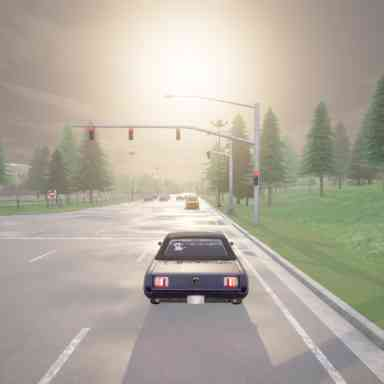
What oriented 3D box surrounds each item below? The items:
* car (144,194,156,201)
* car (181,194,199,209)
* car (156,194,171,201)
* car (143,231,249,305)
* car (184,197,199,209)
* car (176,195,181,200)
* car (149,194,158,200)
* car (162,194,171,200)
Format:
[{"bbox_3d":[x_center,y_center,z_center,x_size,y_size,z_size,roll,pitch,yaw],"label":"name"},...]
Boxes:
[{"bbox_3d":[-10.393,1.531,80.359,2.033,1.411,5.357,0,0,0],"label":"car"},{"bbox_3d":[-0.082,1.092,46.206,1.882,1.535,5.008,-3,16,-4],"label":"car"},{"bbox_3d":[-6.893,1.531,80.354,2.033,1.411,5.357,0,0,0],"label":"car"},{"bbox_3d":[0.090,1.601,8.057,1.895,1.301,4.718,0,0,0],"label":"car"},{"bbox_3d":[-0.018,1.576,49.725,2.033,1.411,5.357,-1,1,1],"label":"car"},{"bbox_3d":[-3.378,1.553,91.183,1.994,1.385,4.181,0,0,0],"label":"car"},{"bbox_3d":[-10.379,1.332,90.779,1.837,1.490,4.892,0,0,0],"label":"car"},{"bbox_3d":[-6.879,1.372,90.774,2.033,1.411,5.357,0,0,0],"label":"car"}]
